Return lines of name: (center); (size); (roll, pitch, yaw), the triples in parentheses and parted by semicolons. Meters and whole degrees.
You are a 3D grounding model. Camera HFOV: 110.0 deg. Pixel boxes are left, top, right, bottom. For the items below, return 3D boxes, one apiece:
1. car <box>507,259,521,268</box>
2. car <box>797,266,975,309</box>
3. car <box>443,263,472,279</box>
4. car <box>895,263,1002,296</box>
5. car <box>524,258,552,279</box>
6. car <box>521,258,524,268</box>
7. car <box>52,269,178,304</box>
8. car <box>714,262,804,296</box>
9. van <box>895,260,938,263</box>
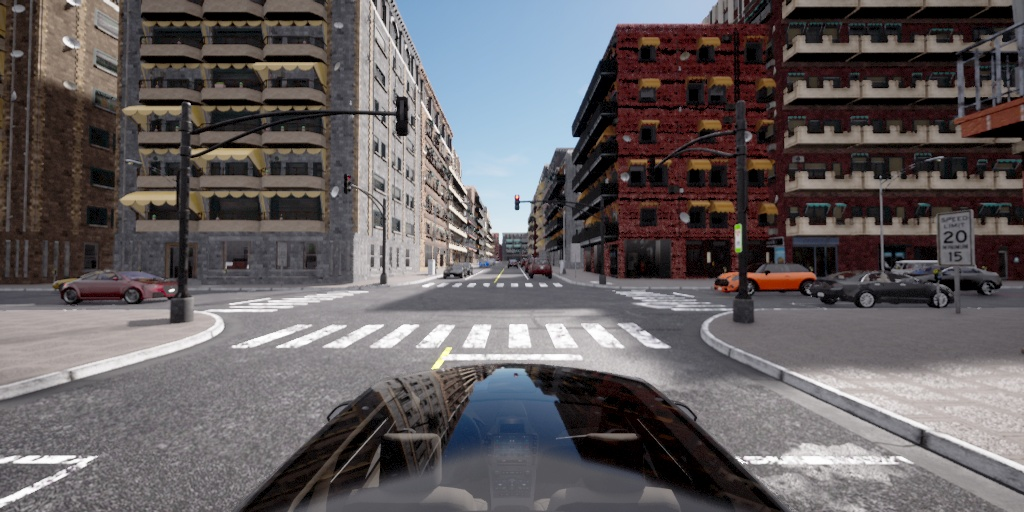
car: (0.176, 1.446, 63.897); (1.837, 1.490, 4.892); (0, 0, 0)
car: (13.760, 1.207, 13.427); (4.403, 1.370, 2.007); (0, 0, 0)
car: (-5.275, 1.387, 33.698); (1.948, 1.339, 4.313); (0, 0, 0)
car: (22.421, 1.252, 18.827); (4.902, 1.511, 2.128); (0, -1, 0)
car: (2.606, 1.136, 33.734); (2.192, 1.841, 5.009); (0, 0, 0)
car: (2.620, 1.166, 44.857); (2.192, 1.841, 5.009); (0, 0, 0)
car: (-17.190, 1.366, 16.021); (4.181, 1.385, 1.994); (0, -1, 0)
car: (13.225, 1.135, 18.892); (4.553, 1.767, 2.097); (0, -1, 1)
van: (24.927, 1.152, 21.265); (3.998, 1.789, 1.690); (0, 0, 0)
